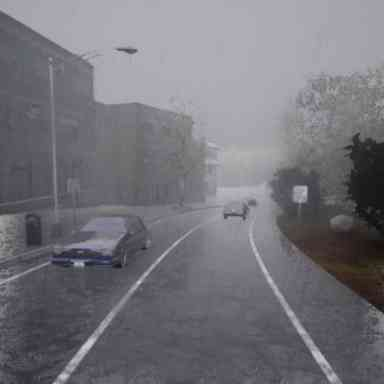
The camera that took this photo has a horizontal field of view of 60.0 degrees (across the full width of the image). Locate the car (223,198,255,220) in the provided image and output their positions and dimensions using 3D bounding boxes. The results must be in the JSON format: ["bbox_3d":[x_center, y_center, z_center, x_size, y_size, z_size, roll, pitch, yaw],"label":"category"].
[{"bbox_3d":[3.884,1.543,28.391,2.033,1.411,5.357,2,0,15],"label":"car"}]

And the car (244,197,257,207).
[{"bbox_3d":[8.641,1.557,51.370,2.128,1.511,4.902,3,0,25],"label":"car"}]

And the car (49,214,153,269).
[{"bbox_3d":[-2.663,1.483,11.271,2.033,1.411,5.357,1,0,6],"label":"car"}]
